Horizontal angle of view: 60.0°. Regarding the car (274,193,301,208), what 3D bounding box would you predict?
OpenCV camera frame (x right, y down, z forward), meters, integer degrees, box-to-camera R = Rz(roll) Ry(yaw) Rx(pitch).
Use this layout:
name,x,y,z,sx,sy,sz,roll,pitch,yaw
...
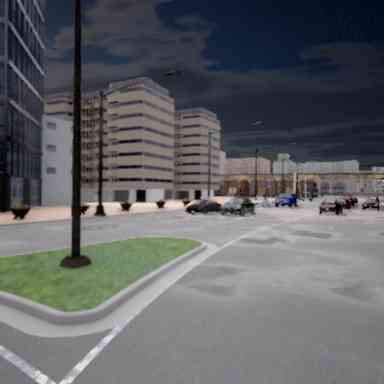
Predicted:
name,x,y,z,sx,sy,sz,roll,pitch,yaw
car,13.429,1.191,47.328,2.150,2.045,5.566,1,0,29

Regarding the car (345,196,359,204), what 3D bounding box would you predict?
name,x,y,z,sx,sy,sz,roll,pitch,yaw
car,30.017,1.465,62.495,2.033,1.411,5.357,1,0,29

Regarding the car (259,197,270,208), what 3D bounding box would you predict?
name,x,y,z,sx,sy,sz,roll,pitch,yaw
car,9.875,1.454,48.154,1.812,1.442,4.674,1,0,30

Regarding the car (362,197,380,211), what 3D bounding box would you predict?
name,x,y,z,sx,sy,sz,roll,pitch,yaw
car,23.134,1.680,42.933,1.895,1.301,4.718,1,0,30

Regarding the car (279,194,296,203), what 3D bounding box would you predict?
name,x,y,z,sx,sy,sz,roll,pitch,yaw
car,18.008,1.202,62.529,2.128,1.511,4.902,1,0,29

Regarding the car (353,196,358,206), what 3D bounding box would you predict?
name,x,y,z,sx,sy,sz,roll,pitch,yaw
car,25.213,1.552,53.906,2.128,1.511,4.902,1,0,29

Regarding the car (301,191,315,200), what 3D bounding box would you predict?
name,x,y,z,sx,sy,sz,roll,pitch,yaw
car,21.052,0.835,60.793,2.150,2.045,5.566,1,0,29

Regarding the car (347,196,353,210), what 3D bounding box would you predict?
name,x,y,z,sx,sy,sz,roll,pitch,yaw
car,20.342,1.569,45.095,1.812,1.442,4.674,1,0,30

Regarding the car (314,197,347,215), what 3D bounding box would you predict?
name,x,y,z,sx,sy,sz,roll,pitch,yaw
car,14.471,1.514,34.626,2.128,1.511,4.902,1,0,30

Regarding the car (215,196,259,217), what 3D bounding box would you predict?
name,x,y,z,sx,sy,sz,roll,pitch,yaw
car,4.302,1.285,31.059,2.097,1.767,4.553,1,0,29

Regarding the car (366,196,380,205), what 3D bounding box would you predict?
name,x,y,z,sx,sy,sz,roll,pitch,yaw
car,33.072,1.487,60.786,2.128,1.511,4.902,1,0,29

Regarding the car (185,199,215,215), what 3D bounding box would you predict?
name,x,y,z,sx,sy,sz,roll,pitch,yaw
car,1.350,1.445,32.959,2.033,1.411,5.357,1,0,29
